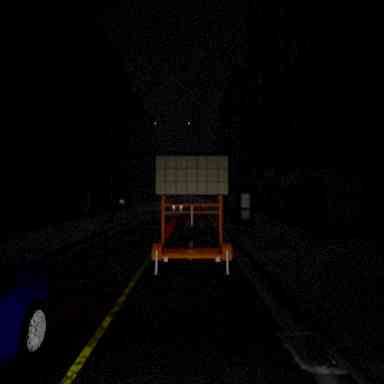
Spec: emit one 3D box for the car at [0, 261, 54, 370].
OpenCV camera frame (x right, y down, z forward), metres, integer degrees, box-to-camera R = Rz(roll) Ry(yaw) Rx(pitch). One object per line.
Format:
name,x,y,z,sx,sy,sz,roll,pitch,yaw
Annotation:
car,-3.100,1.497,3.213,1.882,1.535,5.008,0,0,0

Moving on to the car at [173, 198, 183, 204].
car,-3.020,1.956,69.672,1.812,1.442,4.674,0,0,0

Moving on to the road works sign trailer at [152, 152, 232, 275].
road works sign trailer,-0.003,0.529,10.658,2.380,3.560,2.880,0,0,0
